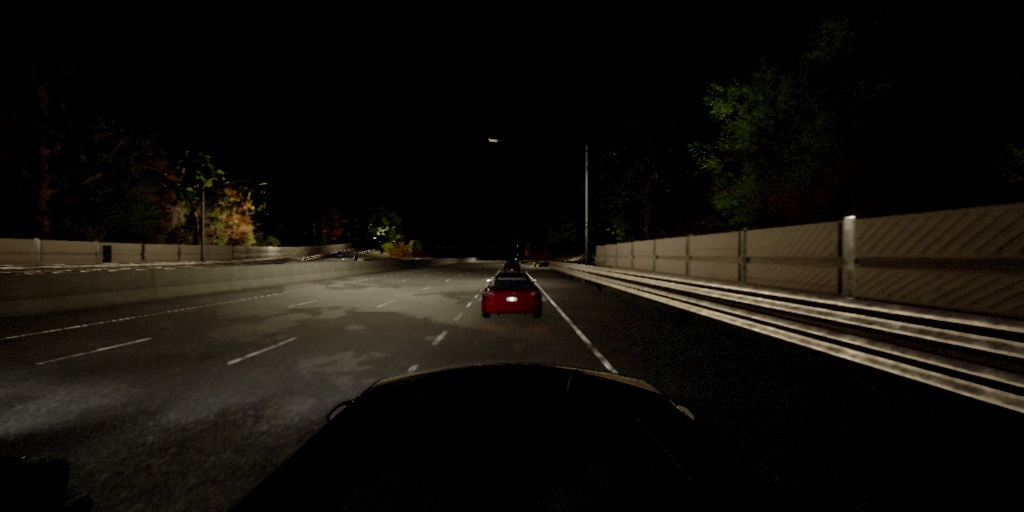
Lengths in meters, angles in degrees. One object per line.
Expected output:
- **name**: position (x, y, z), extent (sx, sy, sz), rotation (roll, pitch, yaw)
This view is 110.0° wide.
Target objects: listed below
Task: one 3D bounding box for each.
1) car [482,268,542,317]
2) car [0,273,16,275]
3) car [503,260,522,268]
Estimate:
- **car**: position (-0.003, 1.310, 13.143), extent (1.994, 1.385, 4.181), rotation (0, 0, 0)
- **car**: position (-28.102, 1.292, 17.630), extent (2.033, 1.411, 5.357), rotation (0, 0, 0)
- **car**: position (0.055, 1.258, 41.834), extent (1.837, 1.490, 4.892), rotation (0, 0, 2)
